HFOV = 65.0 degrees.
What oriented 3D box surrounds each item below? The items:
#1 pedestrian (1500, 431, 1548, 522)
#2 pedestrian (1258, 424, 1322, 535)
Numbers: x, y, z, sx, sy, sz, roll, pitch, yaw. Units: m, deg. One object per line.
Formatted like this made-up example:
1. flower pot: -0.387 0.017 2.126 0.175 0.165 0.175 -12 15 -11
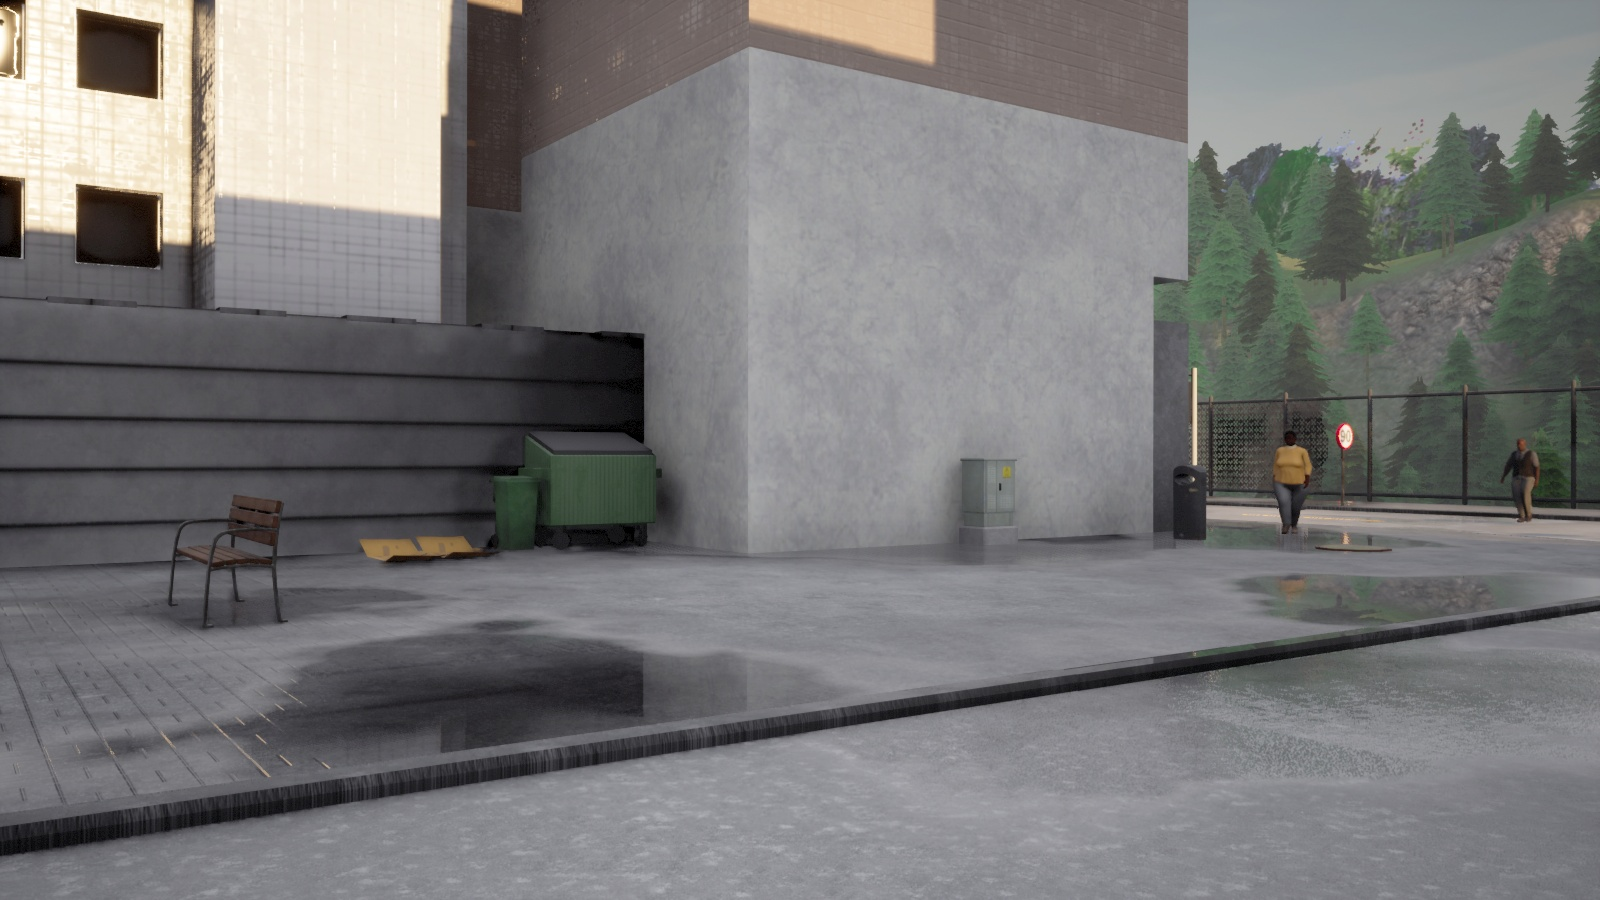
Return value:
1. pedestrian: 15.386 0.555 26.695 0.849 1.883 0.563 0 0 -35
2. pedestrian: 8.440 0.490 21.606 0.874 1.855 0.900 0 0 32
